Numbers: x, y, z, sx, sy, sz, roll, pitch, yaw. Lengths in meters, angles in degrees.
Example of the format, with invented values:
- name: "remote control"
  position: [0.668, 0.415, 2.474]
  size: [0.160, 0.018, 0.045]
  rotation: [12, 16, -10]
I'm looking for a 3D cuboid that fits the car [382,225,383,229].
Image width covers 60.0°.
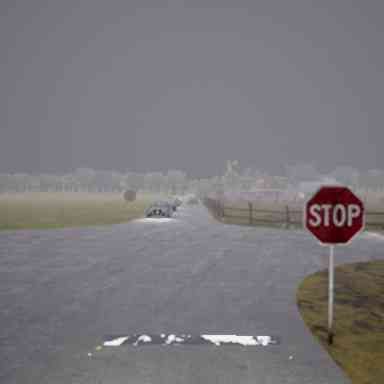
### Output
- name: "car"
  position: [12.635, 1.504, 16.664]
  size: [5.357, 1.411, 2.033]
  rotation: [0, 2, 0]

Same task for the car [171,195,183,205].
- name: "car"
  position: [-2.680, 1.402, 58.873]
  size: [1.882, 1.535, 5.008]
  rotation: [0, 0, 0]

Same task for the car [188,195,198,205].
- name: "car"
  position: [0.180, 1.472, 58.096]
  size: [2.033, 1.411, 5.357]
  rotation: [0, 0, 1]

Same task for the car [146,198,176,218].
- name: "car"
  position: [-2.836, 1.519, 29.563]
  size: [1.994, 1.385, 4.181]
  rotation: [0, 0, 1]

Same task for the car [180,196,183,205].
- name: "car"
  position: [-2.765, 1.498, 48.812]
  size: [1.994, 1.385, 4.181]
  rotation: [0, 0, 0]

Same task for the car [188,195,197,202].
- name: "car"
  position: [0.092, 1.391, 71.240]
  size: [1.882, 1.535, 5.008]
  rotation: [0, 0, 0]

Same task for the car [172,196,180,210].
- name: "car"
  position: [-2.788, 1.422, 39.000]
  size: [1.882, 1.535, 5.008]
  rotation: [0, 0, 0]
